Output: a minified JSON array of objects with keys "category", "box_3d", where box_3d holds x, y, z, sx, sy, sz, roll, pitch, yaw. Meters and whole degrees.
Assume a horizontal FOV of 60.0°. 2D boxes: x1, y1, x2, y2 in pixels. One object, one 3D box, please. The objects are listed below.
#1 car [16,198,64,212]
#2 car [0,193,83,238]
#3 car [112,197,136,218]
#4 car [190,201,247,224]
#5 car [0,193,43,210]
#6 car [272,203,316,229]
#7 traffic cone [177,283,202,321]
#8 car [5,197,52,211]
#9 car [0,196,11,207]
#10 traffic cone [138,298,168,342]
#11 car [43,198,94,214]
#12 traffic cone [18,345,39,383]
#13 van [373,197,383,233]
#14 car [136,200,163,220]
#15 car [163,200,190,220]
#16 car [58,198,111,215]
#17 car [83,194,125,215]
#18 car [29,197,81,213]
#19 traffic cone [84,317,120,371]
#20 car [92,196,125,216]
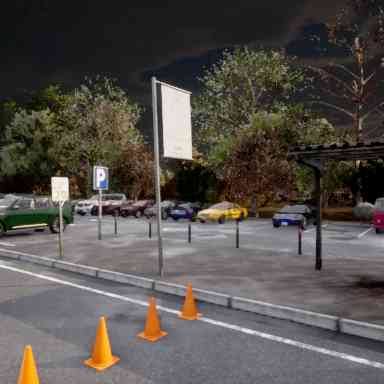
[{"category":"car","box_3d":[-17.987,1.466,39.663,2.163,1.488,4.792,0,0,35]},{"category":"car","box_3d":[-8.902,1.220,17.289,2.435,2.045,5.566,0,0,35]},{"category":"car","box_3d":[-4.343,1.467,30.114,2.097,1.535,5.008,0,0,35]},{"category":"car","box_3d":[2.358,1.474,25.169,1.946,1.575,5.366,0,0,35]},{"category":"car","box_3d":[-22.532,1.150,42.859,2.435,2.045,5.566,0,0,35]},{"category":"car","box_3d":[6.990,1.513,22.104,2.163,1.488,4.792,0,0,35]},{"category":"traffic cone","box_3d":[-0.042,1.957,6.036,0.340,0.580,0.340,0,0,36]},{"category":"car","box_3d":[-20.231,1.449,41.311,2.163,1.488,4.792,0,0,35]},{"category":"car","box_3d":[-29.223,1.329,47.825,1.946,1.575,5.366,1,0,35]},{"category":"traffic cone","box_3d":[-0.617,1.957,5.220,0.340,0.580,0.340,0,0,35]},{"category":"car","box_3d":[-13.434,1.453,36.491,2.097,1.535,5.008,0,0,35]},{"category":"traffic cone","box_3d":[-1.767,1.957,3.588,0.340,0.580,0.340,0,0,35]},{"category":"van","box_3d":[11.615,1.264,19.031,1.878,1.987,4.442,0,0,35]},{"category":"car","box_3d":[-2.072,1.472,28.518,2.231,1.521,4.892,0,0,35]},{"category":"car","box_3d":[0.211,1.503,26.941,2.163,1.488,4.792,0,0,35]},{"category":"car","box_3d":[-11.161,1.459,34.893,2.231,1.521,4.892,0,0,35]},{"category":"car","box_3d":[-8.905,1.210,33.278,2.435,2.045,5.566,0,0,35]},{"category":"car","box_3d":[-15.596,1.442,38.244,1.946,1.575,5.366,0,0,35]},{"category":"traffic cone","box_3d":[-1.192,1.957,4.404,0.340,0.580,0.340,0,0,35]},{"category":"car","box_3d":[-6.615,1.464,31.710,2.097,1.535,5.008,0,0,35]}]
